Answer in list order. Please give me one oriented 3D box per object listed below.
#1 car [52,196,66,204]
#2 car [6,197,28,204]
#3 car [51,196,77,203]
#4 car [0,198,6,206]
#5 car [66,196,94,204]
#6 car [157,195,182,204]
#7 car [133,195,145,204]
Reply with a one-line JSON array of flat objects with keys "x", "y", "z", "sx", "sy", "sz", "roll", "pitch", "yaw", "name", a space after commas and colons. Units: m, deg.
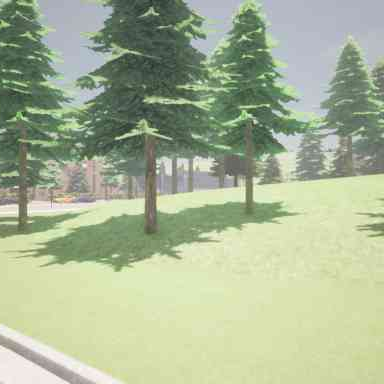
[{"x": -24.318, "y": 1.478, "z": 64.516, "sx": 1.882, "sy": 1.535, "sz": 5.008, "roll": 0, "pitch": 1, "yaw": 35, "name": "car"}, {"x": -32.212, "y": 1.548, "z": 59.427, "sx": 2.033, "sy": 1.411, "sz": 5.357, "roll": 0, "pitch": 0, "yaw": 36, "name": "car"}, {"x": -26.145, "y": 1.595, "z": 67.996, "sx": 1.895, "sy": 1.301, "sz": 4.718, "roll": 0, "pitch": 0, "yaw": 35, "name": "car"}, {"x": -30.825, "y": 1.353, "z": 49.331, "sx": 2.097, "sy": 1.767, "sz": 4.553, "roll": 0, "pitch": 0, "yaw": 35, "name": "car"}, {"x": -20.929, "y": 1.525, "z": 63.322, "sx": 1.812, "sy": 1.442, "sz": 4.674, "roll": 0, "pitch": 0, "yaw": 36, "name": "car"}, {"x": -4.774, "y": 1.352, "z": 66.151, "sx": 2.097, "sy": 1.767, "sz": 4.553, "roll": 0, "pitch": 0, "yaw": 36, "name": "car"}, {"x": -9.622, "y": 1.352, "z": 65.419, "sx": 2.097, "sy": 1.767, "sz": 4.553, "roll": 0, "pitch": 0, "yaw": 35, "name": "car"}]
